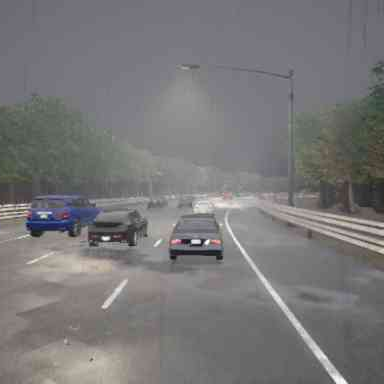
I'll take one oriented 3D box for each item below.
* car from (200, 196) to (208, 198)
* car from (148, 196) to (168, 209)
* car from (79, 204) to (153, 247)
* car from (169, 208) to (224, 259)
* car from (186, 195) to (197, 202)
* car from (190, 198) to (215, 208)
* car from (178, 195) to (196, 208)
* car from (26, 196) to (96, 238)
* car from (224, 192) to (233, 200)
[{"bbox_3d":[2.632,1.548,73.262,1.895,1.301,4.718,0,0,10],"label":"car"},{"bbox_3d":[-4.585,1.342,45.288,2.097,1.767,4.553,0,0,6],"label":"car"},{"bbox_3d":[-3.169,1.499,14.975,1.837,1.490,4.892,0,0,2],"label":"car"},{"bbox_3d":[0.198,1.548,12.557,2.033,1.411,5.357,0,0,2],"label":"car"},{"bbox_3d":[-0.085,1.439,78.071,1.837,1.490,4.892,0,0,10],"label":"car"},{"bbox_3d":[1.142,1.529,31.061,1.812,1.442,4.674,0,0,4],"label":"car"},{"bbox_3d":[-0.774,1.491,47.984,2.128,1.511,4.902,0,0,6],"label":"car"},{"bbox_3d":[-6.611,1.209,17.850,2.150,2.045,5.566,0,0,3],"label":"car"},{"bbox_3d":[10.373,1.133,94.803,2.150,2.045,5.566,0,0,13],"label":"car"}]
